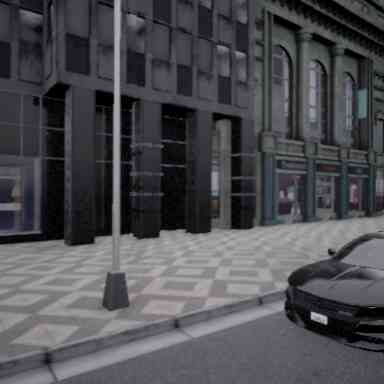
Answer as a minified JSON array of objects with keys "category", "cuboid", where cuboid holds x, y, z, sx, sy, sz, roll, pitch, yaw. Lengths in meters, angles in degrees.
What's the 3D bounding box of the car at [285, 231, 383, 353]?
[{"category":"car","cuboid":[3.799,1.494,6.077,5.008,1.535,1.882,0,0,-35]}]
